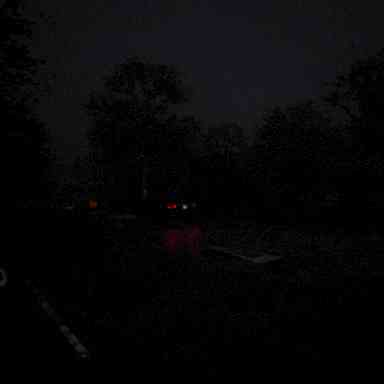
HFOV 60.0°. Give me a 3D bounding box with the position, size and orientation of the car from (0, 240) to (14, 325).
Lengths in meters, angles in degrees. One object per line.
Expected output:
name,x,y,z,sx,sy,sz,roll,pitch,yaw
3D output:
car,-4.849,1.350,6.393,2.185,1.767,4.553,0,0,-36

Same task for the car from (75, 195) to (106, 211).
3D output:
car,-10.543,1.043,34.413,1.882,1.535,5.008,-3,3,-36

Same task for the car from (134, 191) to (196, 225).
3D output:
car,-1.945,0.975,22.530,2.150,2.045,5.566,-3,3,-35

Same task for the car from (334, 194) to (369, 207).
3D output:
car,23.242,1.142,48.657,2.097,1.767,4.553,-3,3,-36

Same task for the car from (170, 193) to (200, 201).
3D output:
car,-1.200,0.880,58.881,4.902,1.511,2.128,1,0,-30
